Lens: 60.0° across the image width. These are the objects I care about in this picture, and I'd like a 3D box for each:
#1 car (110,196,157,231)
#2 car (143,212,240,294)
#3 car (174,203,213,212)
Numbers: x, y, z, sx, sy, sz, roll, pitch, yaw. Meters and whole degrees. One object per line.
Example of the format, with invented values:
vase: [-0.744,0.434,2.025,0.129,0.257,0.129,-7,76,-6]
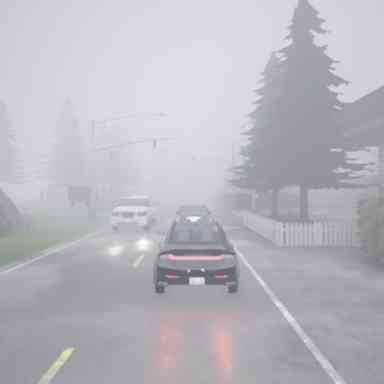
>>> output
car: [-3.530,1.258,21.090,2.150,2.045,5.566,0,0,0]
car: [0.094,1.504,8.811,2.128,1.511,4.902,0,0,0]
car: [0.087,1.379,17.981,2.097,1.767,4.553,0,0,0]
